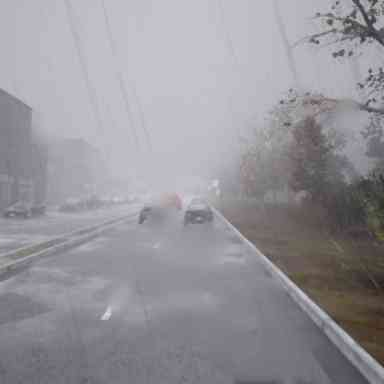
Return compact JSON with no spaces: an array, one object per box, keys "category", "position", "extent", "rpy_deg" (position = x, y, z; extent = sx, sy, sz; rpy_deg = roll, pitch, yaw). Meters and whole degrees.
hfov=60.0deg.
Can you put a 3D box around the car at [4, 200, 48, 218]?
[{"category":"car","position":[-14.545,1.457,29.402],"extent":[2.163,1.488,4.792],"rpy_deg":[0,0,1]}]

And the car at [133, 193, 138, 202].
[{"category":"car","position":[-14.002,1.523,73.320],"extent":[1.946,1.575,5.366],"rpy_deg":[0,0,1]}]

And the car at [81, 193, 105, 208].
[{"category":"car","position":[-14.337,1.213,45.979],"extent":[2.435,2.045,5.566],"rpy_deg":[0,0,1]}]

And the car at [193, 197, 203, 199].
[{"category":"car","position":[0.763,1.437,41.466],"extent":[2.097,1.767,4.553],"rpy_deg":[0,0,1]}]

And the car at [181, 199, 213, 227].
[{"category":"car","position":[0.462,1.525,23.322],"extent":[1.882,1.535,5.008],"rpy_deg":[0,0,1]}]

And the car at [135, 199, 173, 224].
[{"category":"car","position":[-2.762,1.542,24.973],"extent":[1.837,1.490,4.892],"rpy_deg":[0,-1,1]}]

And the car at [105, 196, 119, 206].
[{"category":"car","position":[-14.278,1.486,55.400],"extent":[2.231,1.521,4.892],"rpy_deg":[0,0,1]}]

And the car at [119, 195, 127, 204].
[{"category":"car","position":[-14.138,1.498,62.270],"extent":[1.946,1.575,5.366],"rpy_deg":[0,0,1]}]

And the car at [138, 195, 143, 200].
[{"category":"car","position":[-13.931,1.287,79.002],"extent":[2.435,2.045,5.566],"rpy_deg":[0,0,1]}]

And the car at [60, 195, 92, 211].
[{"category":"car","position":[-14.405,1.453,40.489],"extent":[2.231,1.521,4.892],"rpy_deg":[0,0,1]}]

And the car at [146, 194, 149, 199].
[{"category":"car","position":[-13.794,1.565,90.211],"extent":[2.231,1.521,4.892],"rpy_deg":[0,0,1]}]

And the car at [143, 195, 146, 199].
[{"category":"car","position":[-13.864,1.552,84.685],"extent":[2.231,1.521,4.892],"rpy_deg":[0,0,1]}]

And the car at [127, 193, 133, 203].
[{"category":"car","position":[-14.066,1.388,68.012],"extent":[2.185,1.767,4.553],"rpy_deg":[0,0,1]}]

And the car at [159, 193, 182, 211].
[{"category":"car","position":[-2.470,1.298,42.307],"extent":[2.150,2.045,5.566],"rpy_deg":[0,0,1]}]
